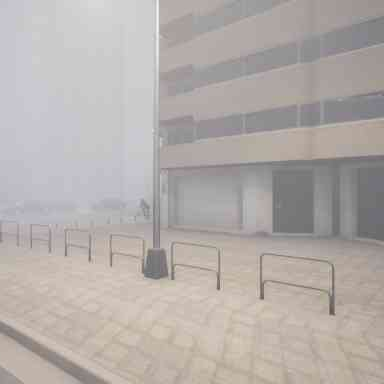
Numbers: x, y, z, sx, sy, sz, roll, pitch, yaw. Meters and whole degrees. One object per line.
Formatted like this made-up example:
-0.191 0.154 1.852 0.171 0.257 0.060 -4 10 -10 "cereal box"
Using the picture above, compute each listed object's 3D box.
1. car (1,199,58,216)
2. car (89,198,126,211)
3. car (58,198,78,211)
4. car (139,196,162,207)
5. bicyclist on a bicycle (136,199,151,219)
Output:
-16.598 1.560 33.621 1.837 1.490 4.892 0 0 38 "car"
-10.455 1.560 41.493 1.837 1.490 4.892 0 0 38 "car"
-16.194 1.533 39.837 1.882 1.535 5.008 0 0 38 "car"
-6.157 1.448 52.588 2.097 1.767 4.553 0 0 38 "car"
-3.846 1.357 26.430 1.656 1.620 0.582 0 0 38 "bicyclist on a bicycle"
